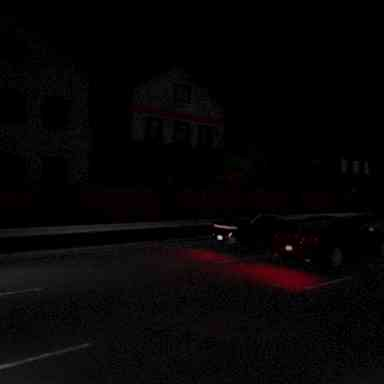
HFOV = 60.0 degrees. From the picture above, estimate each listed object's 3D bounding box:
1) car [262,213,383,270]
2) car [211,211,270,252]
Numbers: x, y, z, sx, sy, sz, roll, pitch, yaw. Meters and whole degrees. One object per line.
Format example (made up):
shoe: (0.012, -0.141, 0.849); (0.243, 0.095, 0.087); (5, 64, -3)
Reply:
car: (4.974, 1.589, 11.599); (5.008, 1.535, 1.882); (1, 0, -36)
car: (3.075, 1.604, 14.541); (4.902, 1.511, 2.128); (1, 0, -36)
